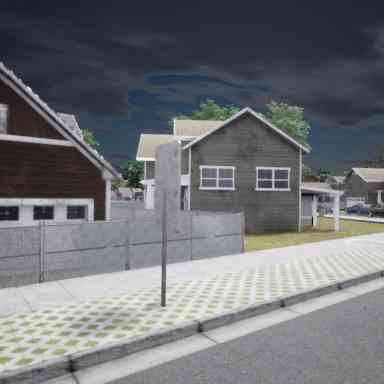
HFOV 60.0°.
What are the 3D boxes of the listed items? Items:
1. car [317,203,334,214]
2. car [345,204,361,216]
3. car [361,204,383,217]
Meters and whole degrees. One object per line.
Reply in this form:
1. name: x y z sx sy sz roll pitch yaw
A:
1. car: 18.136 2.250 45.202 2.128 1.511 4.902 1 -1 -6
2. car: 21.407 2.245 42.236 1.812 1.442 4.674 1 -2 -6
3. car: 19.274 1.921 32.799 1.837 1.490 4.892 1 -1 -4
